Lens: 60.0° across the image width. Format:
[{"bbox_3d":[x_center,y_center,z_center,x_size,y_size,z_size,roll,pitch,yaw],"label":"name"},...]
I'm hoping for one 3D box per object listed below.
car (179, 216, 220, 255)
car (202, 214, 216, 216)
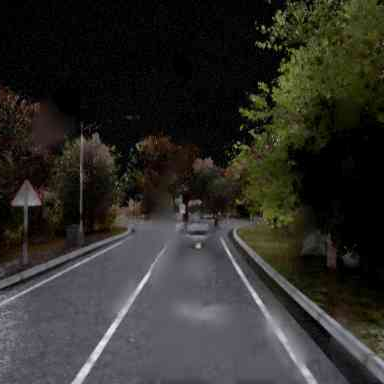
[{"bbox_3d":[0.342,2.301,17.373,2.128,1.511,4.902,-1,-2,2],"label":"car"},{"bbox_3d":[1.805,3.017,34.286,2.128,1.511,4.902,-1,-3,9],"label":"car"}]
